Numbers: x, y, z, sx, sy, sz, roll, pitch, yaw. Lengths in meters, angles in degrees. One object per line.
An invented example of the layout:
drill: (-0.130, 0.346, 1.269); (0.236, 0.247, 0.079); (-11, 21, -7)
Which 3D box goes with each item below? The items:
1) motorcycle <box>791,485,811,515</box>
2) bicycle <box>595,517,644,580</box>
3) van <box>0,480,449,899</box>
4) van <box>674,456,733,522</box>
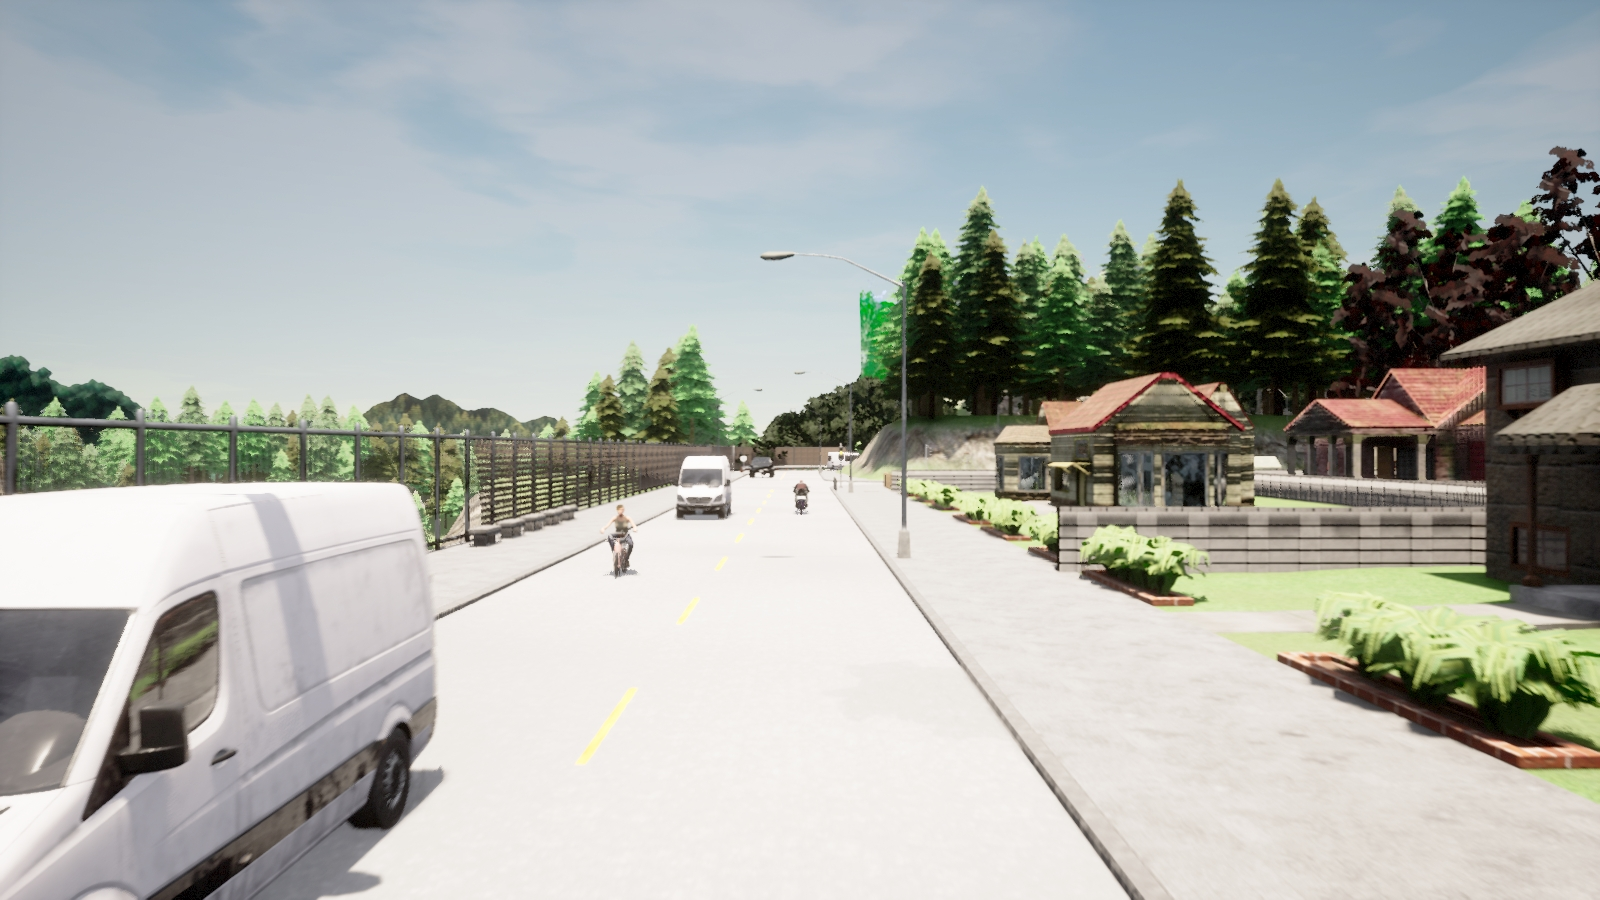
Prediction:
motorcycle: (0.059, 2.205, 50.766); (0.867, 1.251, 2.209); (0, 0, 0)
bicycle: (-3.986, 2.158, 25.333); (0.859, 1.276, 1.487); (0, 0, 0)
van: (-3.991, 1.534, 6.790); (1.988, 2.561, 5.915); (0, 0, 0)
van: (-3.941, 1.535, 47.576); (1.988, 2.561, 5.915); (0, 0, 0)
